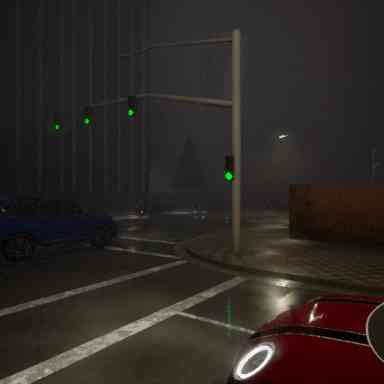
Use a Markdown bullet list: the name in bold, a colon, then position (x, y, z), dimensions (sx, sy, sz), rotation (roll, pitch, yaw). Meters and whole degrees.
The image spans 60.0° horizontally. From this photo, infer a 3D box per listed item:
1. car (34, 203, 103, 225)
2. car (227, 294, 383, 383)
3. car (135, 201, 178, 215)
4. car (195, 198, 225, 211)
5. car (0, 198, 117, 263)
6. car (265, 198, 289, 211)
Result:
- **car**: position (-9.303, 1.601, 25.436), dimensions (1.895, 1.301, 4.718), rotation (0, 0, 35)
- **car**: position (2.471, 1.352, 2.195), dimensions (4.553, 1.767, 2.097), rotation (0, 0, 36)
- **car**: position (-3.524, 1.601, 33.593), dimensions (1.895, 1.301, 4.718), rotation (0, 0, 35)
- **car**: position (2.318, 1.491, 41.805), dimensions (2.128, 1.511, 4.902), rotation (0, 0, 36)
- **car**: position (-5.403, 1.221, 12.422), dimensions (2.150, 2.045, 5.566), rotation (0, 0, 35)
- **car**: position (10.758, 1.491, 41.319), dimensions (2.128, 1.511, 4.902), rotation (0, 0, 36)
